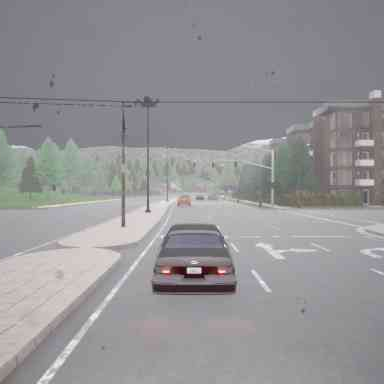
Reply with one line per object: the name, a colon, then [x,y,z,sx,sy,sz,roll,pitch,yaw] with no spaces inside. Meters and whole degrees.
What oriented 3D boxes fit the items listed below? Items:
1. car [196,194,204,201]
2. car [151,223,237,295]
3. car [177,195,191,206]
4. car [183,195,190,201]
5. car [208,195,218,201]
car: [2.071,1.477,85.471,1.882,1.535,5.008,0,0,0]
car: [0.052,1.547,8.865,2.033,1.411,5.357,0,0,0]
car: [-1.298,1.352,54.611,2.097,1.767,4.553,0,0,-1]
car: [-1.429,1.523,85.436,1.812,1.442,4.674,0,0,0]
car: [5.571,1.539,85.475,2.033,1.411,5.357,0,0,0]
